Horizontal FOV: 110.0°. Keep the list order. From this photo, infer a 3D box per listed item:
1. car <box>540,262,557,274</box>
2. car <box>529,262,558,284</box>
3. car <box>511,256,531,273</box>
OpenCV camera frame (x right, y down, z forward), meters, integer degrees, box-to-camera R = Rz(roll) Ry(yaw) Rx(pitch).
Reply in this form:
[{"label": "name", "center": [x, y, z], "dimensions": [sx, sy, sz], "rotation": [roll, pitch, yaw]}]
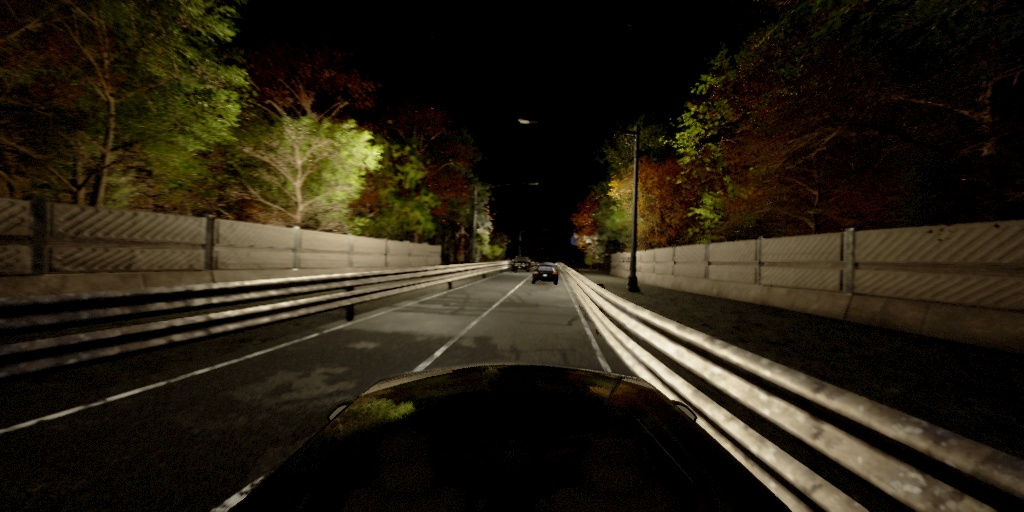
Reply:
[{"label": "car", "center": [4.726, 1.474, 46.493], "dimensions": [2.033, 1.411, 5.357], "rotation": [2, 0, 6]}, {"label": "car", "center": [2.660, 1.388, 28.326], "dimensions": [1.994, 1.385, 4.181], "rotation": [2, 0, 7]}, {"label": "car", "center": [1.232, 1.037, 45.843], "dimensions": [2.150, 2.045, 5.566], "rotation": [2, 0, 7]}]
